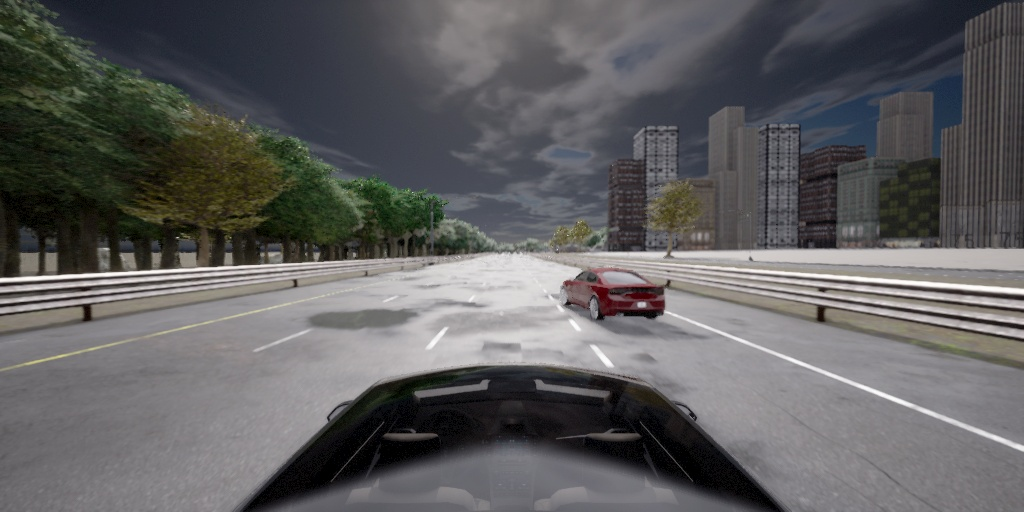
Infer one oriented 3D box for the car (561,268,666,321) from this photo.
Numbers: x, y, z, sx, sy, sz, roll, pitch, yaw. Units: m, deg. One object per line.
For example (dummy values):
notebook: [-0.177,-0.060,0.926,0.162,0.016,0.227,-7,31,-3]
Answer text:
car: [3.115,1.129,12.095,1.882,1.535,5.008,1,1,-9]
